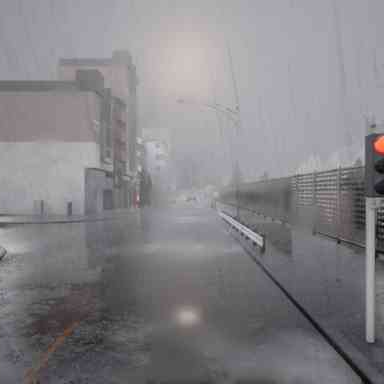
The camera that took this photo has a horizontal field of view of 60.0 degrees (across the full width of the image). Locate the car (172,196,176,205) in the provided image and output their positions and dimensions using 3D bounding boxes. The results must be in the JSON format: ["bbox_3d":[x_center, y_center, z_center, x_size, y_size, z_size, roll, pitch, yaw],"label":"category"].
[{"bbox_3d":[-4.113,1.478,54.621,1.882,1.535,5.008,0,0,0],"label":"car"}]

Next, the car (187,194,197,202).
[{"bbox_3d":[-0.038,1.355,76.657,2.097,1.767,4.553,0,0,0],"label":"car"}]

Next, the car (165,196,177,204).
[{"bbox_3d":[-4.076,1.491,64.869,2.128,1.511,4.902,0,0,0],"label":"car"}]

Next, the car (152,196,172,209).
[{"bbox_3d":[-4.116,1.505,44.388,1.837,1.490,4.892,0,0,0],"label":"car"}]
